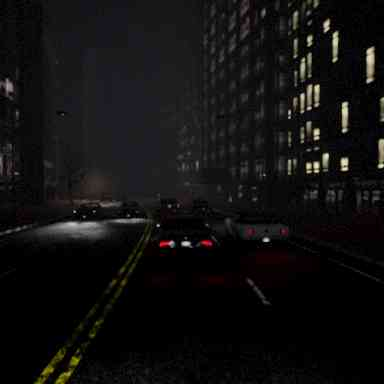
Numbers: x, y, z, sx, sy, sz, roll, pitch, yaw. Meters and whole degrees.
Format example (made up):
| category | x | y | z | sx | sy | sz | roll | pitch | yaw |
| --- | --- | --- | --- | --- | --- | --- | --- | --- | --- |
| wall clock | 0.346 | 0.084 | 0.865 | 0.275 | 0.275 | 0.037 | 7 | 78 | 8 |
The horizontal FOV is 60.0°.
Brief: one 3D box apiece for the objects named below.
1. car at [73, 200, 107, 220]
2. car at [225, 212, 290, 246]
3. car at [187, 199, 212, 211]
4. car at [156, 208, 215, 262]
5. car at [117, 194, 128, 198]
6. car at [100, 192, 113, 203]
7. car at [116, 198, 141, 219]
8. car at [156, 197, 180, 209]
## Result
| category | x | y | z | sx | sy | sz | roll | pitch | yaw |
| --- | --- | --- | --- | --- | --- | --- | --- | --- | --- |
| car | -8.512 | 1.571 | 27.591 | 1.895 | 1.301 | 4.718 | 0 | 0 | -8 |
| car | 2.730 | 1.567 | 15.115 | 1.895 | 1.301 | 4.718 | 0 | 0 | -4 |
| car | 0.703 | 1.401 | 33.329 | 1.882 | 1.535 | 5.008 | 0 | 0 | -8 |
| car | -0.318 | 1.526 | 12.003 | 2.033 | 1.411 | 5.357 | 0 | 0 | -3 |
| car | -14.378 | 1.200 | 68.659 | 2.097 | 1.767 | 4.553 | 0 | 0 | -18 |
| car | -17.298 | 1.107 | 67.136 | 2.150 | 2.045 | 5.566 | 0 | 0 | -18 |
| car | -5.463 | 1.503 | 29.391 | 2.033 | 1.411 | 5.357 | 0 | 0 | -8 |
| car | -2.297 | 1.292 | 31.330 | 2.097 | 1.767 | 4.553 | 0 | 0 | -8 |
